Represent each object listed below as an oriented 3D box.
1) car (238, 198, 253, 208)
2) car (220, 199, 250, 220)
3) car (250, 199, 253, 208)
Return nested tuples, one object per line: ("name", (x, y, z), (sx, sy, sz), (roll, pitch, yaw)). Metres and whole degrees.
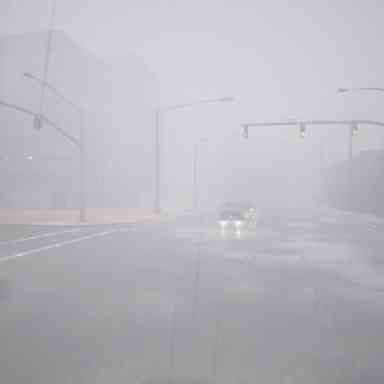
("car", (7.832, 1.605, 48.264), (1.895, 1.301, 4.718), (0, 0, 13))
("car", (3.648, 1.550, 29.019), (2.033, 1.411, 5.357), (0, 0, 12))
("car", (5.706, 1.567, 38.506), (1.994, 1.385, 4.181), (0, 0, 12))
